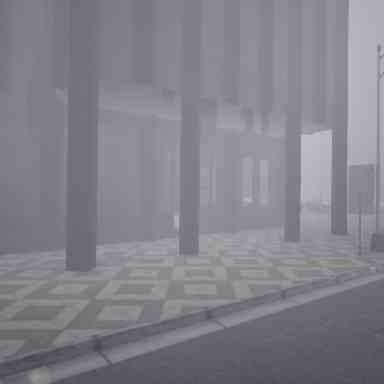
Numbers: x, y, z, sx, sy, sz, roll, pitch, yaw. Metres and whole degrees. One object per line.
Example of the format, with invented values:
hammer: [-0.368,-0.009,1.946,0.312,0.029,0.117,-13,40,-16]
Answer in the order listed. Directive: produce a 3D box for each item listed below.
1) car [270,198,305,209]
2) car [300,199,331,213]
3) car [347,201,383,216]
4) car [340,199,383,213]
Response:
car: [13.484,1.553,47.204,1.887,1.381,4.507,1,-1,-36]
car: [12.900,1.444,33.404,1.887,1.381,4.507,1,-1,-36]
car: [16.091,1.437,28.961,1.752,1.417,4.829,1,-1,-36]
car: [19.782,1.580,38.433,2.008,1.369,4.403,1,-1,-36]
